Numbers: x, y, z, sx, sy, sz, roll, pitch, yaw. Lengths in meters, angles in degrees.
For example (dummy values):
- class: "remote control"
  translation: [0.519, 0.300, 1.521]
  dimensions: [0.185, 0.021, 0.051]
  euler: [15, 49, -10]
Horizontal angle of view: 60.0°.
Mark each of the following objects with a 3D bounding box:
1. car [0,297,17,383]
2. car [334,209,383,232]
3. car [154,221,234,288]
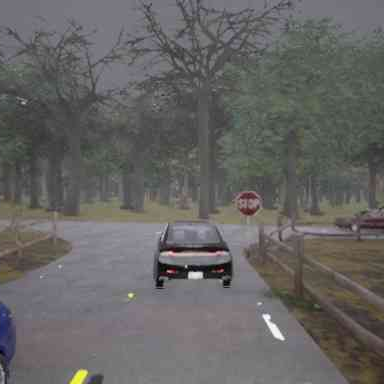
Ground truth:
- class: "car"
  translation: [-2.849, 1.539, 1.922]
  dimensions: [1.812, 1.442, 4.674]
  euler: [0, 0, 0]
- class: "car"
  translation: [12.604, 1.966, 23.413]
  dimensions: [5.008, 1.535, 1.882]
  euler: [1, 0, -1]
- class: "car"
  translation: [-0.050, 1.556, 9.437]
  dimensions: [2.128, 1.511, 4.902]
  euler: [0, 0, -3]
